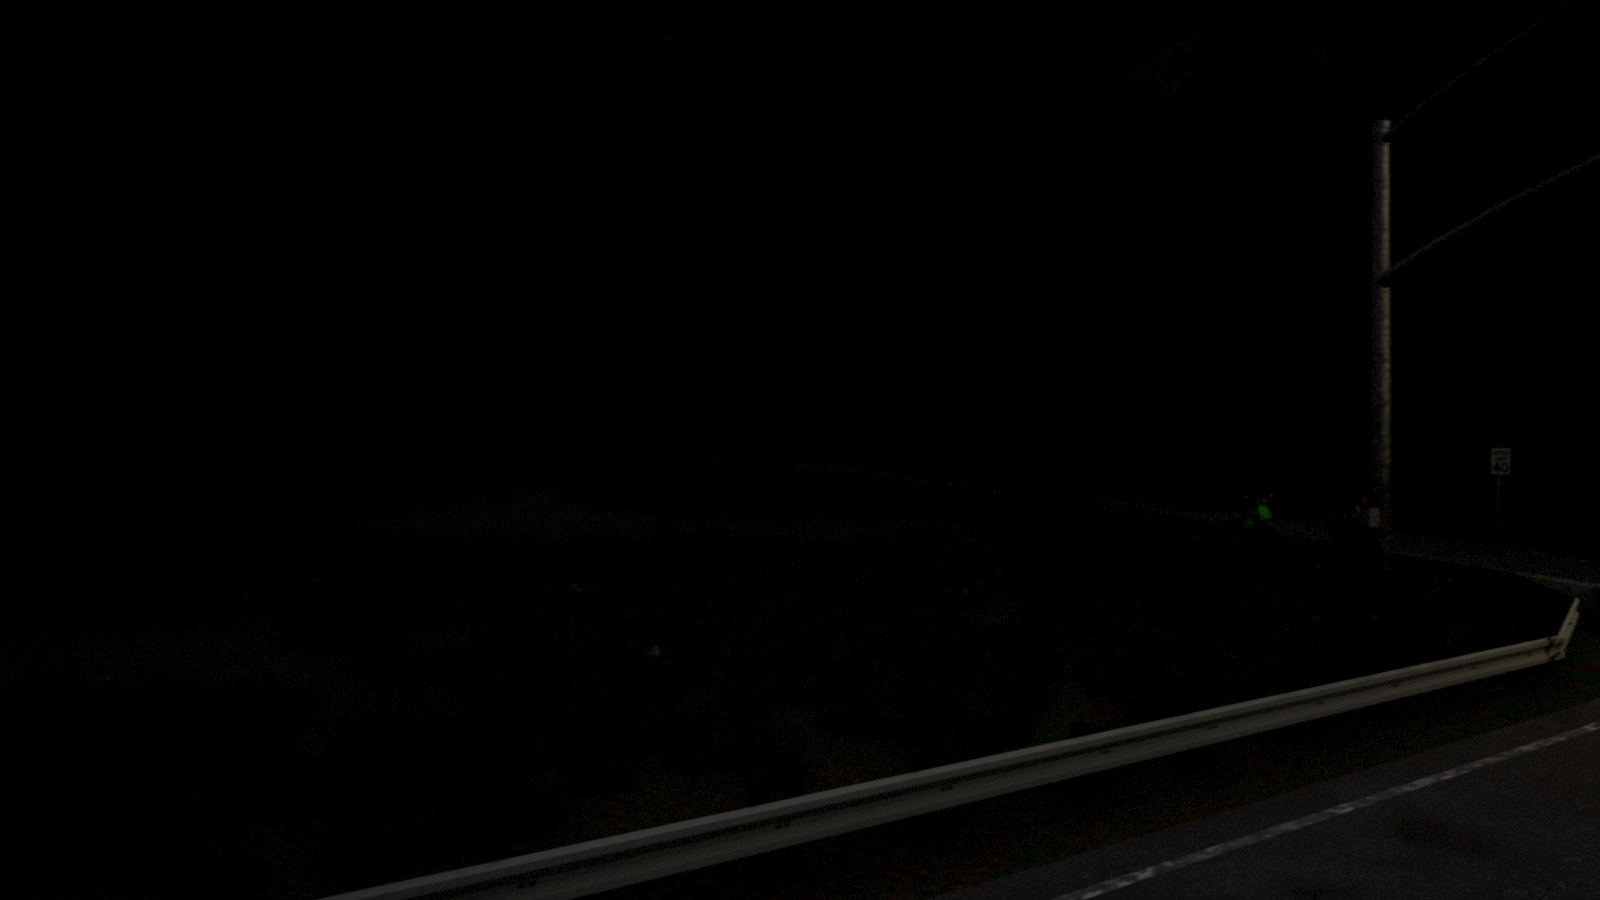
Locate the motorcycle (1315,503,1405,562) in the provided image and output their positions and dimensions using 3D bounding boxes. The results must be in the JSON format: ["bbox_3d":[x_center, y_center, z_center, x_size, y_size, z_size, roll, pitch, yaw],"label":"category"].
[{"bbox_3d":[13.464,1.954,27.532,0.803,1.199,2.033,0,2,-13],"label":"motorcycle"}]

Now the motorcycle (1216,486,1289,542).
[{"bbox_3d":[12.411,1.736,31.404,0.856,1.316,1.805,0,3,-19],"label":"motorcycle"}]
